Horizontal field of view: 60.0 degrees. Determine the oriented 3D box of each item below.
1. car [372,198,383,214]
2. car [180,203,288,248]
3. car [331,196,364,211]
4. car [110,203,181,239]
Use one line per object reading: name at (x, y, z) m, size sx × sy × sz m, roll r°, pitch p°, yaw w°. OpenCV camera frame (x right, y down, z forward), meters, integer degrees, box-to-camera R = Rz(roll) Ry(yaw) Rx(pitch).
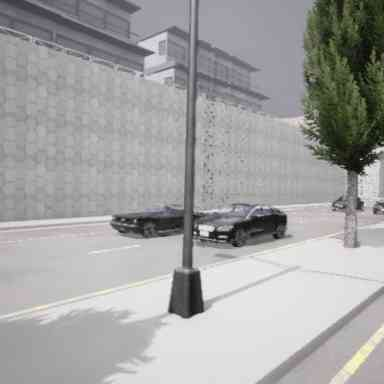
car at (17.937, 1.258, 30.128) m, size 1.812 × 1.442 × 4.674 m, roll 3°, pitch 2°, yaw 43°
car at (2.132, 1.210, 13.507) m, size 2.128 × 1.511 × 4.902 m, roll 3°, pitch 2°, yaw 43°
car at (15.207, 1.116, 32.334) m, size 1.837 × 1.490 × 4.892 m, roll 3°, pitch 1°, yaw 44°
car at (-1.273, 1.195, 15.003) m, size 1.895 × 1.301 × 4.718 m, roll 3°, pitch 2°, yaw 43°
